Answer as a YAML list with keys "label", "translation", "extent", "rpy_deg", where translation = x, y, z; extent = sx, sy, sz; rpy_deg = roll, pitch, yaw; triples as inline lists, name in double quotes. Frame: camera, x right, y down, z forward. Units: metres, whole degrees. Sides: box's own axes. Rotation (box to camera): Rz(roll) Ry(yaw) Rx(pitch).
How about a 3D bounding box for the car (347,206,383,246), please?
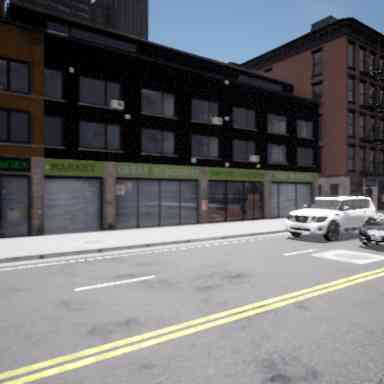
- label: "car"
  translation: [9.016, 1.497, 14.101]
  extent: [4.902, 1.511, 2.128]
  rpy_deg: [0, 0, -35]

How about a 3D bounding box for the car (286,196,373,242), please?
- label: "car"
  translation: [7.154, 1.230, 16.767]
  extent: [5.566, 2.045, 2.150]
  rpy_deg: [1, 0, -36]
